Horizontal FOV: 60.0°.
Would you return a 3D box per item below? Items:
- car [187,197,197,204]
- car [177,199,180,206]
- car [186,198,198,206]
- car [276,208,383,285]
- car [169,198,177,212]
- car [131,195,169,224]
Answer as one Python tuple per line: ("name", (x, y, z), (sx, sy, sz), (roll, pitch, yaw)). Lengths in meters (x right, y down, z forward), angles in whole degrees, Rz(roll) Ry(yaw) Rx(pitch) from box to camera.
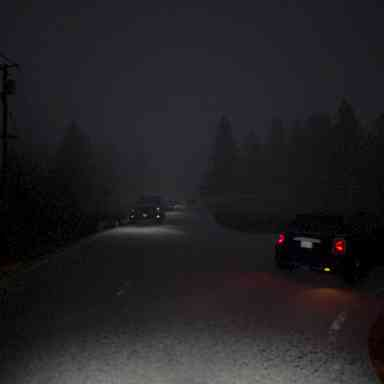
("car", (-0.002, 1.789, 67.538), (1.895, 1.301, 4.718), (0, 0, 0))
("car", (-3.225, 1.731, 59.177), (1.994, 1.385, 4.181), (0, 0, 1))
("car", (-0.002, 1.687, 57.508), (1.812, 1.442, 4.674), (0, 0, 0))
("car", (4.466, 1.289, 9.694), (4.553, 1.767, 2.097), (-1, 1, -41))
("car", (-3.290, 1.593, 40.889), (1.882, 1.535, 5.008), (0, 0, 0))
("car", (-3.296, 1.295, 25.995), (2.150, 2.045, 5.566), (0, 0, 0))
